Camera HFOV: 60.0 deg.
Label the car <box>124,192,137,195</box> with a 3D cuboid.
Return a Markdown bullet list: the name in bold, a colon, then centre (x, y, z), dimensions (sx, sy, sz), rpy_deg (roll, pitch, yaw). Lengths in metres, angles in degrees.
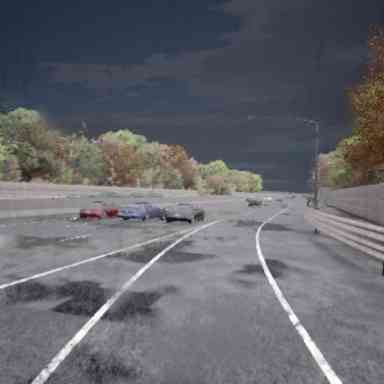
- **car**: centre (-11.631, 1.116, 67.058), dimensions (2.150, 2.045, 5.566), rpy_deg (1, 0, 19)

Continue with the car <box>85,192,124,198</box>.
- **car**: centre (-13.396, 1.021, 51.270), dimensions (2.150, 2.045, 5.566), rpy_deg (1, 0, 20)

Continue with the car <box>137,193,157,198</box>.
- **car**: centre (-8.173, 1.190, 66.357), dimensions (2.150, 2.045, 5.566), rpy_deg (1, 0, 19)

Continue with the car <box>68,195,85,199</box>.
- **car**: centre (-16.724, 1.234, 52.370), dimensions (1.837, 1.490, 4.892), rpy_deg (1, 0, 20)

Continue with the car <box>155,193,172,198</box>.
- **car**: centre (-4.899, 1.511, 65.143), dimensions (1.882, 1.535, 5.008), rpy_deg (1, 0, 19)

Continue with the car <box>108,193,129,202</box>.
- **car**: centre (-15.019, 1.175, 67.974), dimensions (2.097, 1.767, 4.553), rpy_deg (1, 0, 19)

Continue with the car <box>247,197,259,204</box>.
- **car**: centre (14.237, 1.975, 77.722), dimensions (1.882, 1.535, 5.008), rpy_deg (1, 0, 19)

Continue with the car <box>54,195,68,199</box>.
- **car**: centre (-20.171, 1.182, 53.083), dimensions (1.812, 1.442, 4.674), rpy_deg (1, 0, 20)

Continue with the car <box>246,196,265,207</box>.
- **car**: centre (11.061, 1.867, 57.734), dimensions (1.837, 1.490, 4.892), rpy_deg (1, 0, 19)

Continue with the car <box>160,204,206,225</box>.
- **car**: centre (-0.363, 1.560, 24.500), dimensions (1.994, 1.385, 4.181), rpy_deg (1, 0, 19)

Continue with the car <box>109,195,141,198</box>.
- **car**: centre (-10.060, 1.471, 50.239), dimensions (1.895, 1.301, 4.718), rpy_deg (1, 0, 20)

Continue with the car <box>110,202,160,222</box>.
- **car**: centre (-3.722, 1.473, 25.503), dimensions (2.033, 1.411, 5.357), rpy_deg (1, 0, 19)

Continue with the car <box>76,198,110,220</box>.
- **car**: centre (-7.072, 1.420, 26.520), dimensions (1.994, 1.385, 4.181), rpy_deg (1, 0, 19)
